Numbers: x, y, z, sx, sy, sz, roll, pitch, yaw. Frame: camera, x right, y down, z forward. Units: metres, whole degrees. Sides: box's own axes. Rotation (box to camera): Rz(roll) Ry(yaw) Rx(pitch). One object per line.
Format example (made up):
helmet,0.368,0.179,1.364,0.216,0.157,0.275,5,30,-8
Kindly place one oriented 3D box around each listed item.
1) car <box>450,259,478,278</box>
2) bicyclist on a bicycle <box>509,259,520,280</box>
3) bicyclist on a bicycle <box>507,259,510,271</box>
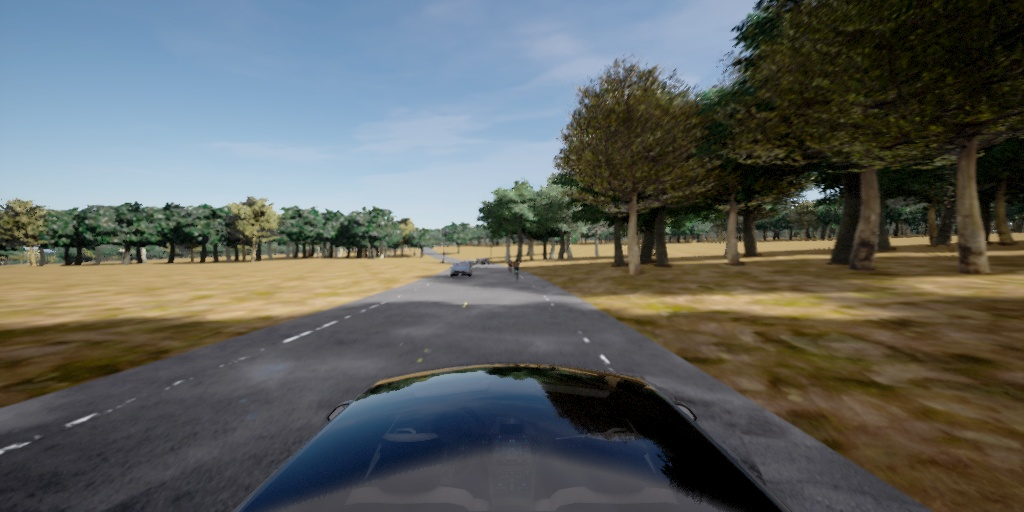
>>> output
car,-4.514,1.219,32.748,2.033,1.411,5.357,0,0,-3
bicyclist on a bicycle,0.333,1.110,27.576,0.582,1.620,1.656,0,0,-3
bicyclist on a bicycle,-0.203,1.095,36.620,0.582,1.620,1.656,0,0,-4
